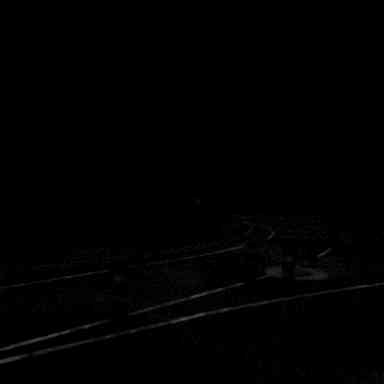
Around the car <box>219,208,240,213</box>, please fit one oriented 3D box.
[{"bbox_3d":[9.094,4.382,77.291,2.002,1.452,4.674,4,-6,-33],"label":"car"}]

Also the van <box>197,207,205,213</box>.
[{"bbox_3d":[2.953,4.817,86.541,1.878,1.987,4.442,2,-5,-33],"label":"van"}]

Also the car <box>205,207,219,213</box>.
[{"bbox_3d":[6.050,4.717,81.856,2.163,1.488,4.792,2,-5,-33],"label":"car"}]
